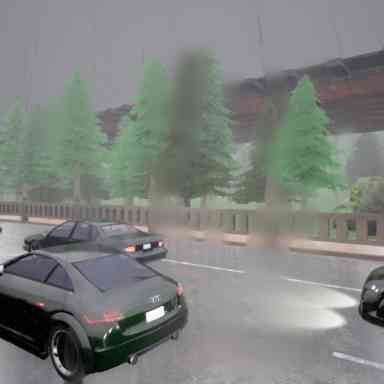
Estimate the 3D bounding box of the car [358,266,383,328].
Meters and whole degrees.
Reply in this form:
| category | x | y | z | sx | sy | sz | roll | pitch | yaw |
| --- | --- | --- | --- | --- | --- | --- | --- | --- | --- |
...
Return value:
| category | x | y | z | sx | sy | sz | roll | pitch | yaw |
| --- | --- | --- | --- | --- | --- | --- | --- | --- | --- |
| car | 4.793 | 1.564 | 4.869 | 4.181 | 1.385 | 1.994 | 0 | 0 | 36 |

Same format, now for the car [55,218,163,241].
| category | x | y | z | sx | sy | sz | roll | pitch | yaw |
| --- | --- | --- | --- | --- | --- | --- | --- | --- | --- |
| car | -3.273 | 1.547 | 10.648 | 5.357 | 1.411 | 2.033 | 0 | 0 | 36 |

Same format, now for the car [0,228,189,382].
| category | x | y | z | sx | sy | sz | roll | pitch | yaw |
| --- | --- | --- | --- | --- | --- | --- | --- | --- | --- |
| car | -2.113 | 1.564 | 5.511 | 4.181 | 1.385 | 1.994 | 0 | 0 | 35 |

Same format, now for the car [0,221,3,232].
| category | x | y | z | sx | sy | sz | roll | pitch | yaw |
| --- | --- | --- | --- | --- | --- | --- | --- | --- | --- |
| car | -11.419 | 1.546 | 16.466 | 5.357 | 1.411 | 2.033 | 0 | 0 | 36 |
